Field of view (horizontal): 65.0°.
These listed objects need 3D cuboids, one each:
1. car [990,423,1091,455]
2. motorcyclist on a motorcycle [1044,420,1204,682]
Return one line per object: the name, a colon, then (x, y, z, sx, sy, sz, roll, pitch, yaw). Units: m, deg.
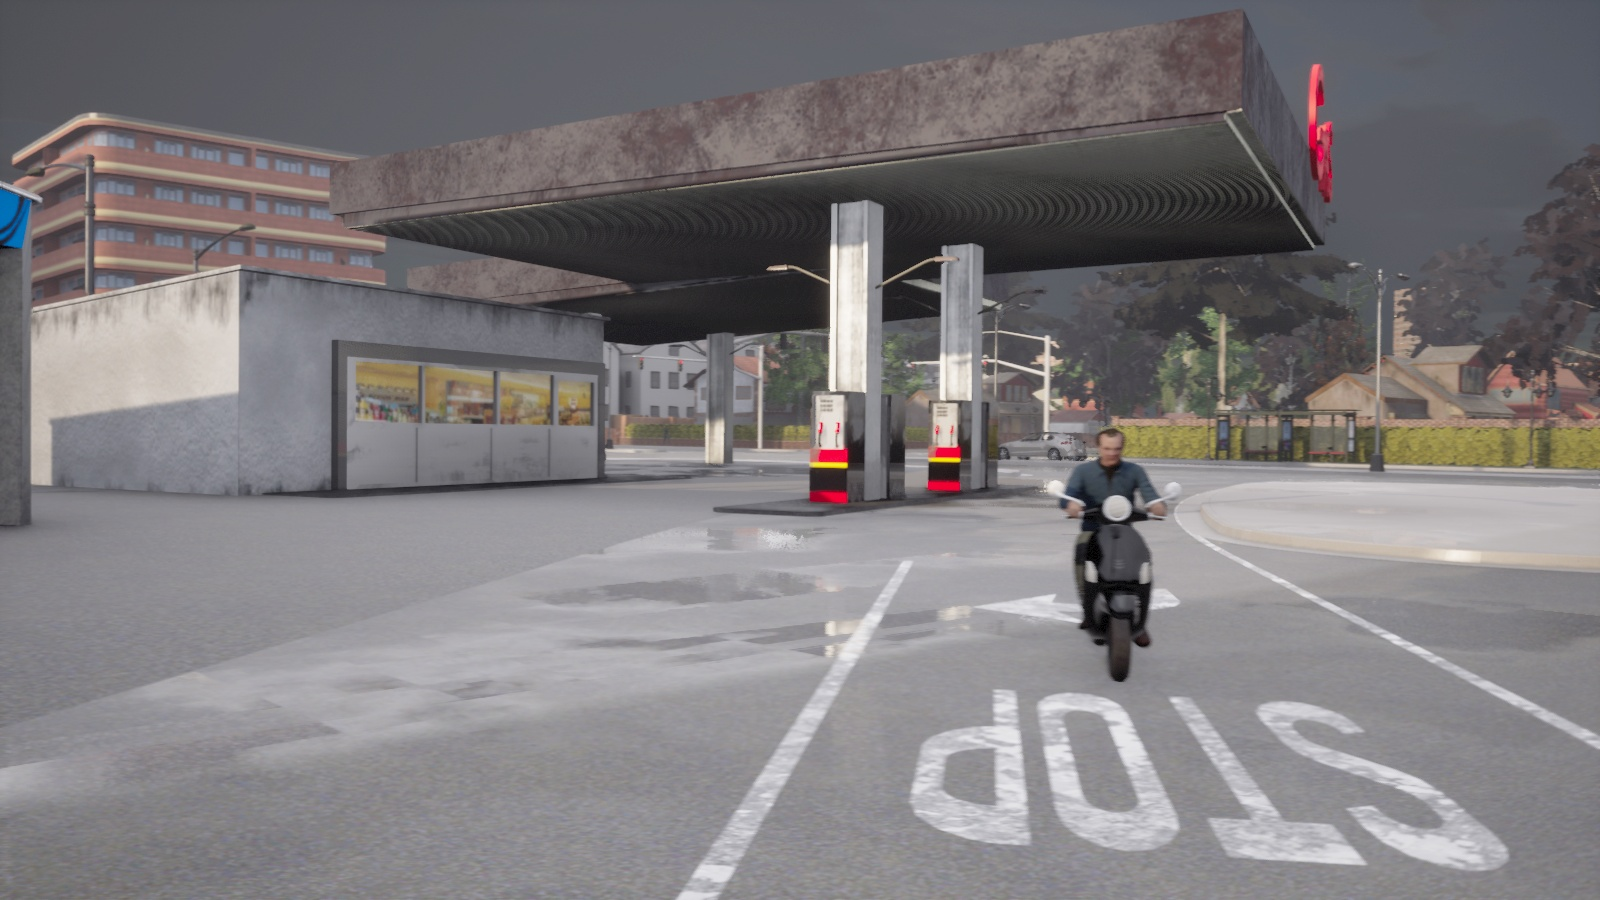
car: (12.950, -0.588, 67.839, 2.152, 1.651, 5.027, -1, 1, -44)
motorcyclist on a motorcycle: (2.150, 0.600, 8.568, 0.866, 1.590, 1.817, -1, 1, 8)
